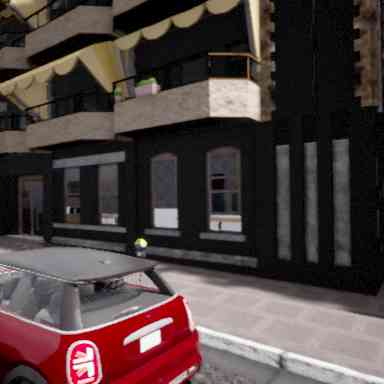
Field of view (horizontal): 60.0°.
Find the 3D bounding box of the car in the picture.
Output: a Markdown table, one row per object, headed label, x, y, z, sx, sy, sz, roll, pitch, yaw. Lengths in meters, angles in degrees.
| label | x | y | z | sx | sy | sz | roll | pitch | yaw |
| --- | --- | --- | --- | --- | --- | --- | --- | --- | --- |
| car | -1.976 | 1.445 | 4.300 | 4.097 | 1.590 | 1.967 | 0 | -1 | 36 |
